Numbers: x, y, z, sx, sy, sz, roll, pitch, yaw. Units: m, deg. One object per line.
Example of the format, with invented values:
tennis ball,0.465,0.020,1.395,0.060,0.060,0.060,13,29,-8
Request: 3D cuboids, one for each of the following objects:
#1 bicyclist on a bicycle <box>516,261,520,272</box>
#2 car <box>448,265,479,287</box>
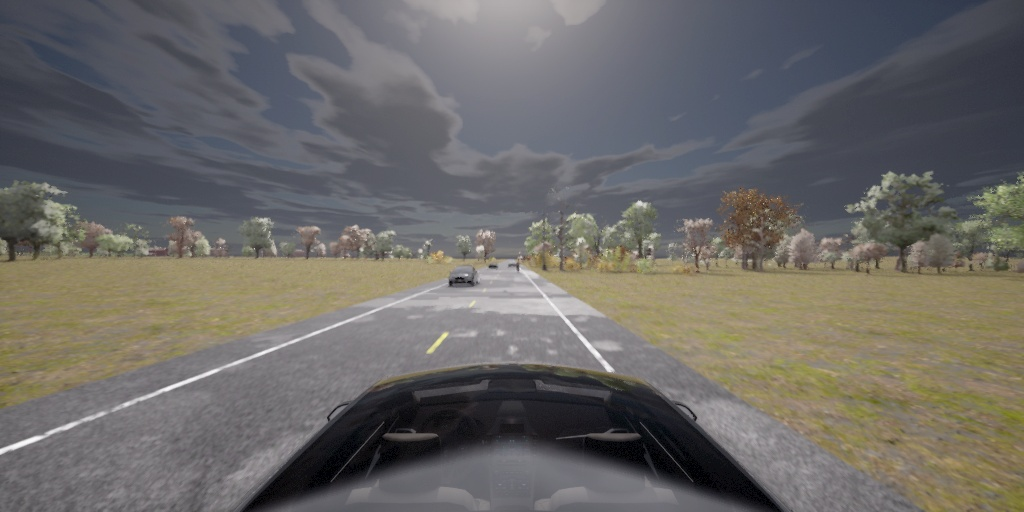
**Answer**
bicyclist on a bicycle,0.969,1.634,53.176,0.582,1.620,1.656,0,-1,0
car,-3.589,1.467,27.077,1.837,1.490,4.892,0,-1,0
